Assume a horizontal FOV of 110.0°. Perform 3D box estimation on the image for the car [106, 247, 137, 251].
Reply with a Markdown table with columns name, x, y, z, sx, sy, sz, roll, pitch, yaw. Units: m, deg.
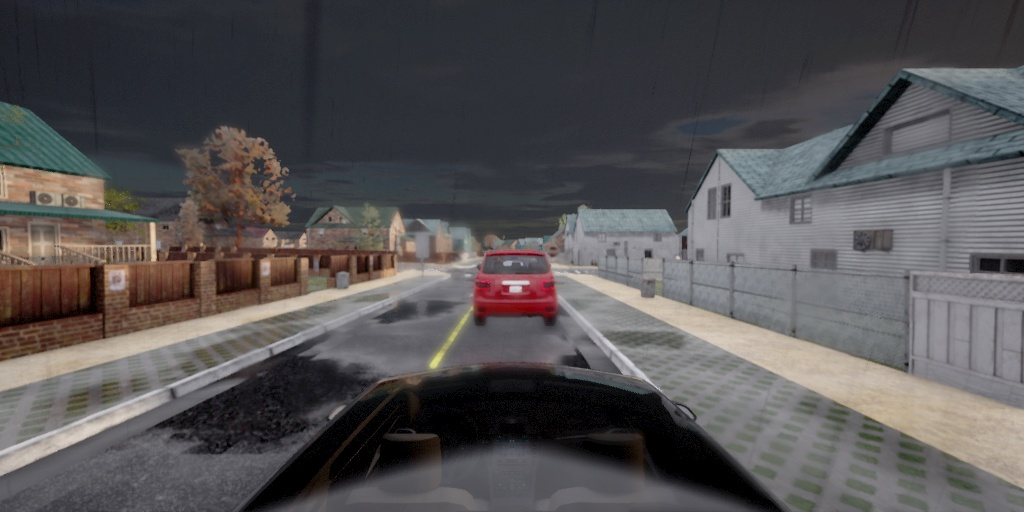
| name | x | y | z | sx | sy | sz | roll | pitch | yaw |
| --- | --- | --- | --- | --- | --- | --- | --- | --- | --- |
| car | -36.082 | 0.119 | 33.502 | 5.357 | 1.411 | 2.033 | 1 | 2 | 1 |

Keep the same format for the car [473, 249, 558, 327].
| name | x | y | z | sx | sy | sz | roll | pitch | yaw |
| --- | --- | --- | --- | --- | --- | --- | --- | --- | --- |
| car | 0.080 | 0.821 | 11.015 | 2.150 | 2.045 | 5.566 | 0 | 1 | 0 |

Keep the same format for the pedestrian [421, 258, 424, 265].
| name | x | y | z | sx | sy | sz | roll | pitch | yaw |
| --- | --- | --- | --- | --- | --- | --- | --- | --- | --- |
| pedestrian | -9.754 | 0.021 | 38.977 | 0.375 | 1.860 | 0.375 | 0 | 1 | 1 |

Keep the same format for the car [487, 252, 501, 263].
| name | x | y | z | sx | sy | sz | roll | pitch | yaw |
| --- | --- | --- | --- | --- | --- | --- | --- | --- | --- |
| car | -2.923 | 0.193 | 58.411 | 2.097 | 1.767 | 4.553 | 0 | 1 | 0 |
